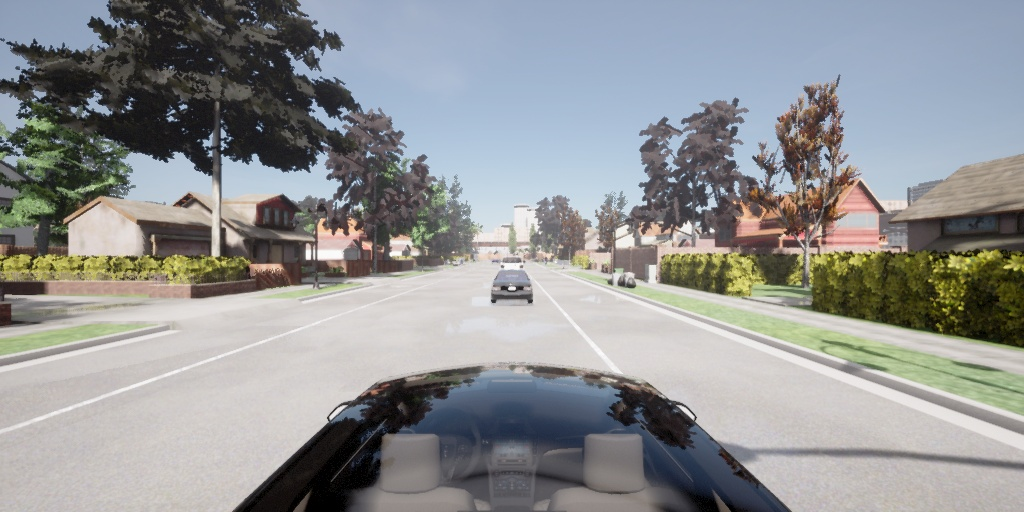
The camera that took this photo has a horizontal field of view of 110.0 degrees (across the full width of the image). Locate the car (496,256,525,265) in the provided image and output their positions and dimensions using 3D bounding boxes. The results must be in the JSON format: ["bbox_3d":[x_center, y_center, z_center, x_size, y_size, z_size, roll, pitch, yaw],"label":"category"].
[{"bbox_3d":[0.000,1.008,31.530,2.150,2.045,5.566,0,0,0],"label":"car"}]

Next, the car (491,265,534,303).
[{"bbox_3d":[0.000,1.313,16.500,2.033,1.411,5.357,0,0,0],"label":"car"}]
